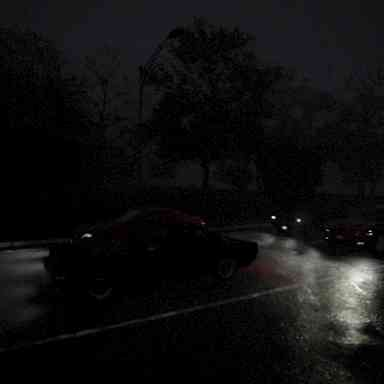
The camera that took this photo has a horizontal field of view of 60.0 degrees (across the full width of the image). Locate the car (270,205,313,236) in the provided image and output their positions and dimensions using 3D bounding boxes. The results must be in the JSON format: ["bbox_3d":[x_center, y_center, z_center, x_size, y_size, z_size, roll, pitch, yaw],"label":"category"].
[{"bbox_3d":[6.010,1.289,16.154,4.718,1.301,1.895,0,2,-33],"label":"car"}]

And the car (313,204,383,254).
[{"bbox_3d":[7.129,1.266,12.702,5.008,1.535,1.882,0,2,-33],"label":"car"}]

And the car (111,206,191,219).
[{"bbox_3d":[-1.654,1.218,11.238,4.674,1.442,1.812,0,2,-32],"label":"car"}]

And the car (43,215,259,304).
[{"bbox_3d":[-0.810,1.393,7.662,4.718,1.301,1.895,0,2,-32],"label":"car"}]
